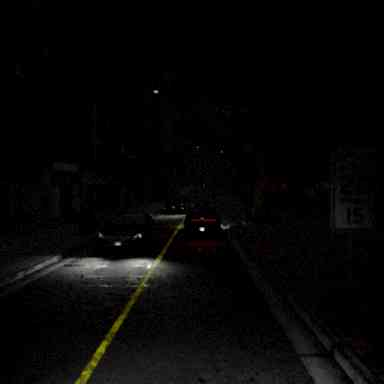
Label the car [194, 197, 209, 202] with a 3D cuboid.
[{"bbox_3d":[1.269,1.476,44.843,2.128,1.511,4.902,0,0,2],"label":"car"}]

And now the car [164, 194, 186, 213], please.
[{"bbox_3d":[-1.802,1.206,36.549,2.150,2.045,5.566,0,0,2],"label":"car"}]

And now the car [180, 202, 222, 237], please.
[{"bbox_3d":[0.557,1.523,18.229,1.837,1.490,4.892,0,0,2],"label":"car"}]

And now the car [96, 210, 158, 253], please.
[{"bbox_3d":[-2.509,1.521,13.825,1.812,1.442,4.674,0,0,2],"label":"car"}]
